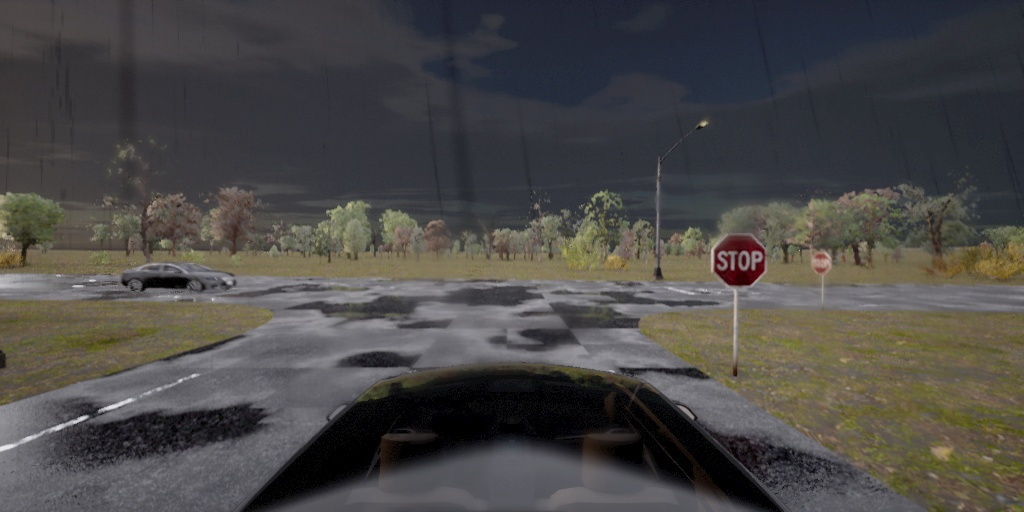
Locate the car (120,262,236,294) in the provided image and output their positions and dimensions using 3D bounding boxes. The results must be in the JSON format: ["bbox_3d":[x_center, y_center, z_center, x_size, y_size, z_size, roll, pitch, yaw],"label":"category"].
[{"bbox_3d":[-16.705,1.055,18.100,4.902,1.511,2.128,1,1,0],"label":"car"}]
